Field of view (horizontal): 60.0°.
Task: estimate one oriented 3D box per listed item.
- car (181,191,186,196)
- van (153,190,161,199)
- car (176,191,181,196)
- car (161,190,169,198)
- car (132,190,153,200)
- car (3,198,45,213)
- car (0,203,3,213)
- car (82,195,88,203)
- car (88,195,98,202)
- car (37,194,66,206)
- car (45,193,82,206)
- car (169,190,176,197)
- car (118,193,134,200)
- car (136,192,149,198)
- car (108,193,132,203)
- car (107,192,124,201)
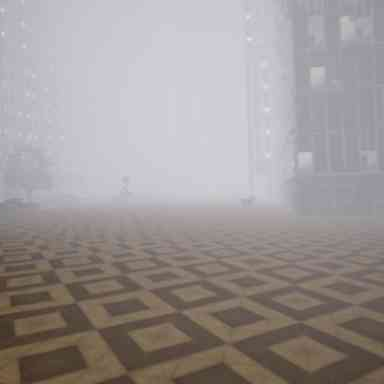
[{"bbox_3d":[-3.830,0.483,92.069,1.752,1.417,4.829,-2,0,12],"label":"car"},{"bbox_3d":[-8.489,0.557,70.047,1.690,1.788,3.998,-2,0,12],"label":"van"},{"bbox_3d":[-4.995,0.588,86.434,1.947,1.339,4.313,-2,0,12],"label":"car"},{"bbox_3d":[-7.335,0.591,75.512,1.967,1.590,4.097,-2,0,12],"label":"car"},{"bbox_3d":[-9.651,0.721,64.586,1.967,1.590,4.097,-2,0,12],"label":"car"},{"bbox_3d":[-16.458,1.264,31.782,1.802,1.307,4.206,-2,0,12],"label":"car"},{"bbox_3d":[-17.594,1.191,26.313,1.967,1.590,4.097,-2,0,12],"label":"car"},{"bbox_3d":[-19.795,1.242,55.228,1.887,1.381,4.507,-2,0,12],"label":"car"},{"bbox_3d":[-18.661,1.183,60.706,2.008,1.369,4.403,-2,0,12],"label":"car"},{"bbox_3d":[-20.933,1.204,49.750,1.967,1.590,4.097,-2,0,12],"label":"car"},{"bbox_3d":[-18.542,1.033,48.188,2.097,1.767,4.553,-2,0,12],"label":"car"},{"bbox_3d":[-6.180,0.402,80.974,2.192,1.841,5.009,-2,0,12],"label":"car"},{"bbox_3d":[-15.259,0.983,77.139,1.887,1.381,4.507,-2,0,12],"label":"car"},{"bbox_3d":[-12.990,0.856,88.093,1.887,1.381,4.507,-2,0,12],"label":"car"},{"bbox_3d":[-11.885,0.935,53.818,1.752,1.417,4.829,-2,0,12],"label":"car"},{"bbox_3d":[-16.397,0.942,71.660,1.967,1.590,4.097,-2,0,12],"label":"car"}]
